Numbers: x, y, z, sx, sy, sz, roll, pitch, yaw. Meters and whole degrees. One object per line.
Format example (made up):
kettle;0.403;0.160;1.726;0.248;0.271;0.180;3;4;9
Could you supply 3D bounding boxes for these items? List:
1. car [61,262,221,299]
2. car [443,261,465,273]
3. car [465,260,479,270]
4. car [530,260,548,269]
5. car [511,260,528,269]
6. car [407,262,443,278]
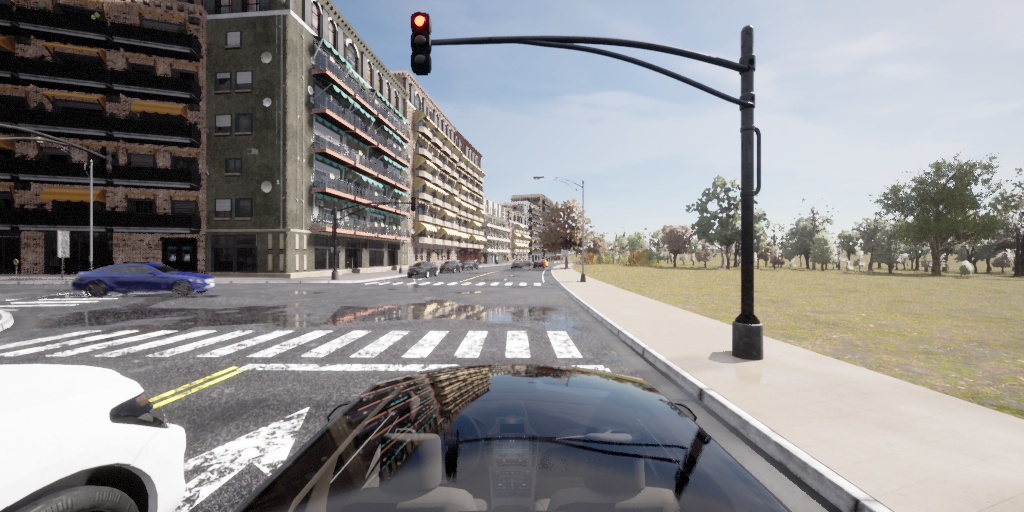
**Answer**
car;-16.334;1.049;16.132;4.674;1.442;1.812;1;0;-19
car;-7.593;1.350;44.608;1.837;1.490;4.892;0;0;6
car;-6.407;1.378;54.929;2.128;1.511;4.902;0;0;7
car;4.865;1.413;63.842;1.882;1.535;5.008;0;0;9
car;1.075;1.463;60.597;2.033;1.411;5.357;0;0;8
car;-8.504;1.313;34.511;1.837;1.490;4.892;0;0;5
